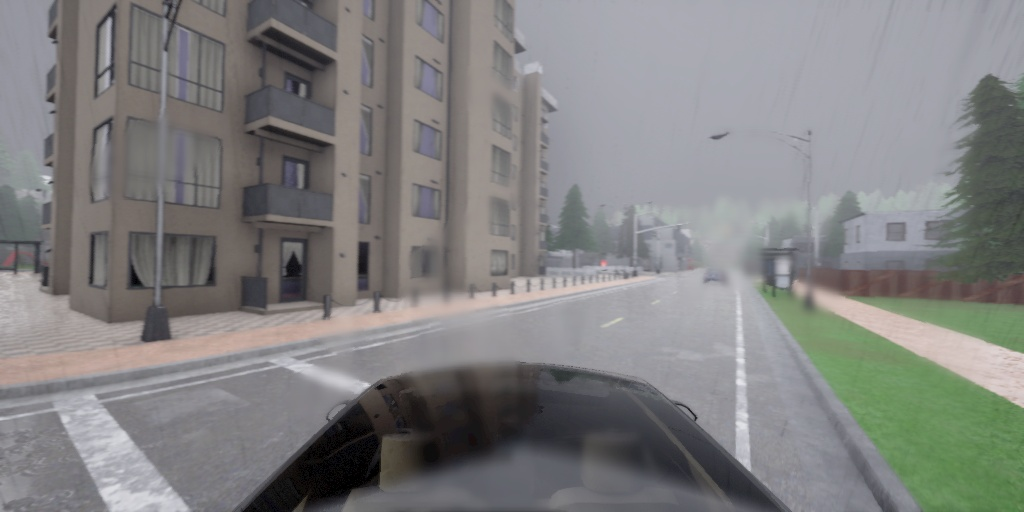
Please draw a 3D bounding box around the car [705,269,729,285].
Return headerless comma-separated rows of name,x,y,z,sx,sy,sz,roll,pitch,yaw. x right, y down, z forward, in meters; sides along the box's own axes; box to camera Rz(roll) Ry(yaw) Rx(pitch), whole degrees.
car,19.947,2.012,34.933,2.033,1.411,5.357,1,-1,32
